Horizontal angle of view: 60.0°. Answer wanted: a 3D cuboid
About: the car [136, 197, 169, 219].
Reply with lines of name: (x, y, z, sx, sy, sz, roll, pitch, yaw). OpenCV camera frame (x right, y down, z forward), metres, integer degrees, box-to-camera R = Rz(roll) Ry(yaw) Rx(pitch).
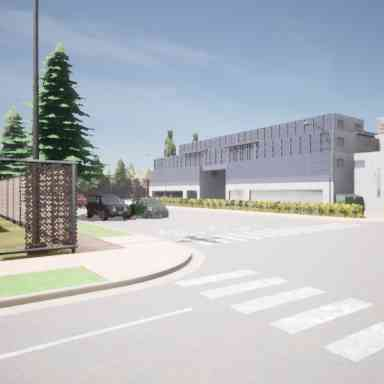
car: (-3.841, 1.367, 28.953, 2.097, 1.767, 4.553, 0, 0, -35)

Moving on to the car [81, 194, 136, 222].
car: (-6.961, 1.235, 27.297, 2.150, 2.045, 5.566, 0, 0, -35)

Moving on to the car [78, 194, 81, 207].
car: (-16.268, 1.238, 46.894, 2.150, 2.045, 5.566, 0, 0, -33)
